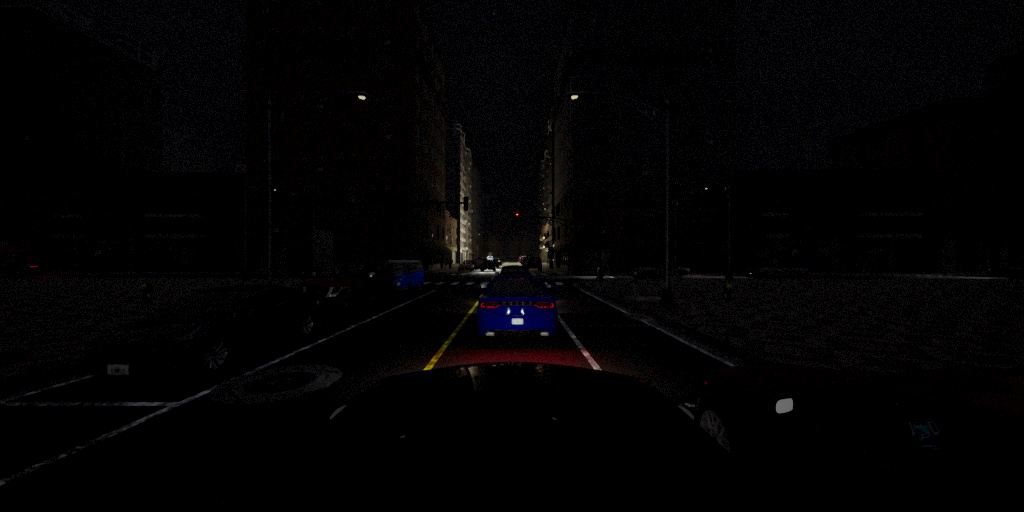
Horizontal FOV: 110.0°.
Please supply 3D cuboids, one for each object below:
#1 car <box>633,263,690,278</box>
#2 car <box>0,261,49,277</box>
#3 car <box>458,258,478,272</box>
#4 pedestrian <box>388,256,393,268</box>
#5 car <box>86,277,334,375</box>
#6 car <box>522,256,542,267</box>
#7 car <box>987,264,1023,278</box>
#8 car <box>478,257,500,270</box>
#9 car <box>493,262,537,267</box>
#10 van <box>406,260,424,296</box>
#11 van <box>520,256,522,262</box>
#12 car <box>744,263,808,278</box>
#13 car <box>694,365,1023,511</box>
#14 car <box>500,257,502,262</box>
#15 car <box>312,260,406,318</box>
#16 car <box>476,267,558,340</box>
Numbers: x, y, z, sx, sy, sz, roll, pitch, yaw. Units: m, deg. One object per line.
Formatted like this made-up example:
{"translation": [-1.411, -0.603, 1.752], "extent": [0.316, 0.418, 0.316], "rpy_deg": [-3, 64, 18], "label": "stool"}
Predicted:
{"translation": [13.771, 1.309, 33.266], "extent": [4.718, 1.301, 1.895], "rpy_deg": [0, 0, 1], "label": "car"}
{"translation": [-47.484, 1.184, 34.291], "extent": [4.902, 1.511, 2.128], "rpy_deg": [0, 0, 1], "label": "car"}
{"translation": [-5.764, 1.213, 45.634], "extent": [1.751, 1.417, 4.829], "rpy_deg": [0, 0, 0], "label": "car"}
{"translation": [-12.476, 0.846, 36.767], "extent": [0.375, 1.860, 0.375], "rpy_deg": [0, 0, 1], "label": "pedestrian"}
{"translation": [-5.845, 1.316, 7.505], "extent": [1.948, 1.339, 4.313], "rpy_deg": [0, 0, 0], "label": "car"}
{"translation": [2.763, 1.002, 45.759], "extent": [2.192, 1.841, 5.009], "rpy_deg": [0, 0, 0], "label": "car"}
{"translation": [46.652, 1.339, 32.631], "extent": [4.718, 1.301, 1.895], "rpy_deg": [0, 0, 2], "label": "car"}
{"translation": [-3.002, 1.234, 46.172], "extent": [2.033, 1.411, 5.357], "rpy_deg": [0, 0, 0], "label": "car"}
{"translation": [0.134, 1.252, 19.224], "extent": [1.837, 1.490, 4.892], "rpy_deg": [0, 0, 0], "label": "car"}
{"translation": [-5.821, 1.088, 18.786], "extent": [1.690, 1.789, 3.998], "rpy_deg": [0, 0, 0], "label": "van"}
{"translation": [2.798, 0.983, 62.729], "extent": [1.690, 1.789, 3.998], "rpy_deg": [0, 0, 0], "label": "van"}
{"translation": [24.272, 1.315, 33.093], "extent": [4.718, 1.301, 1.895], "rpy_deg": [0, 0, 1], "label": "car"}
{"translation": [2.668, 1.295, 1.822], "extent": [1.888, 1.381, 4.507], "rpy_deg": [0, 0, 0], "label": "car"}
{"translation": [-2.965, 1.262, 56.085], "extent": [1.895, 1.301, 4.718], "rpy_deg": [0, 0, 0], "label": "car"}
{"translation": [-5.833, 1.064, 13.145], "extent": [2.192, 1.841, 5.009], "rpy_deg": [0, 0, 0], "label": "car"}
{"translation": [0.118, 1.228, 10.022], "extent": [1.882, 1.535, 5.008], "rpy_deg": [0, 0, 0], "label": "car"}
